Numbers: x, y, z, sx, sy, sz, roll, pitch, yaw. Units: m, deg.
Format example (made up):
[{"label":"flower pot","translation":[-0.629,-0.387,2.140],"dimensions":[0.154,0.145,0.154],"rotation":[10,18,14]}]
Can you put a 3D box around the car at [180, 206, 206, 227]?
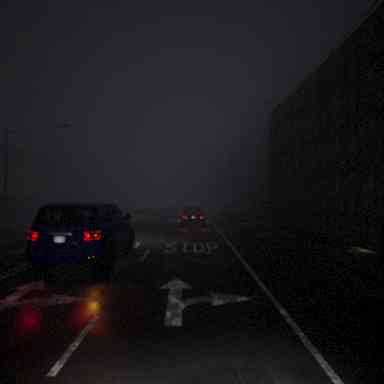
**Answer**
[{"label":"car","translation":[0.092,1.806,25.394],"dimensions":[2.033,1.411,5.357],"rotation":[0,-1,0]}]

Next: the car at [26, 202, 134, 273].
[{"label":"car","translation":[-3.400,1.336,11.199],"dimensions":[2.150,2.045,5.566],"rotation":[0,-1,0]}]
